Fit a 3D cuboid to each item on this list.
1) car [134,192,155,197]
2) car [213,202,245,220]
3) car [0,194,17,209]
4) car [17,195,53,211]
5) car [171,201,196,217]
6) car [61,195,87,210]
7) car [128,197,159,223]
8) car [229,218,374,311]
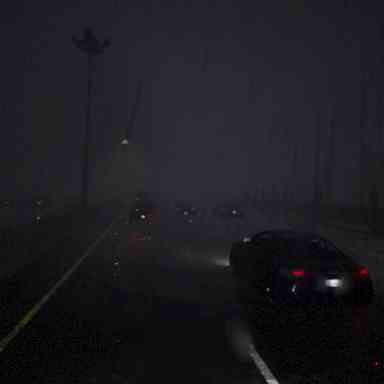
[{"bbox_3d":[-5.469,0.969,38.112,2.150,2.045,5.566,1,0,-8],"label":"car"},{"bbox_3d":[3.021,1.537,27.885,1.994,1.385,4.181,1,0,-8],"label":"car"},{"bbox_3d":[-19.399,0.967,35.276,1.812,1.442,4.674,1,0,-8],"label":"car"},{"bbox_3d":[-15.684,1.008,33.951,1.882,1.535,5.008,1,0,-8],"label":"car"},{"bbox_3d":[-0.845,1.479,30.253,1.895,1.301,4.718,1,0,-8],"label":"car"},{"bbox_3d":[-12.293,1.080,34.972,1.882,1.535,5.008,1,0,-8],"label":"car"},{"bbox_3d":[-3.479,1.344,23.845,1.837,1.490,4.892,1,0,-8],"label":"car"},{"bbox_3d":[2.275,1.590,7.973,1.994,1.385,4.181,1,0,-8],"label":"car"}]
